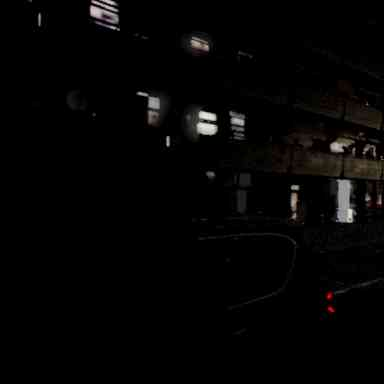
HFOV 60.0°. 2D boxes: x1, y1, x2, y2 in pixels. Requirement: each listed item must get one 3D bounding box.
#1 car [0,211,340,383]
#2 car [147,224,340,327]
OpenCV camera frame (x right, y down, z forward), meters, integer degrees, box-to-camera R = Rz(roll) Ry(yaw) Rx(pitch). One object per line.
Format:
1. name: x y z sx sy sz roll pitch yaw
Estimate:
1. car: -1.151 1.224 2.541 5.566 2.045 2.150 0 0 -36
2. car: 1.302 1.581 7.477 4.206 1.307 1.802 0 1 -36
